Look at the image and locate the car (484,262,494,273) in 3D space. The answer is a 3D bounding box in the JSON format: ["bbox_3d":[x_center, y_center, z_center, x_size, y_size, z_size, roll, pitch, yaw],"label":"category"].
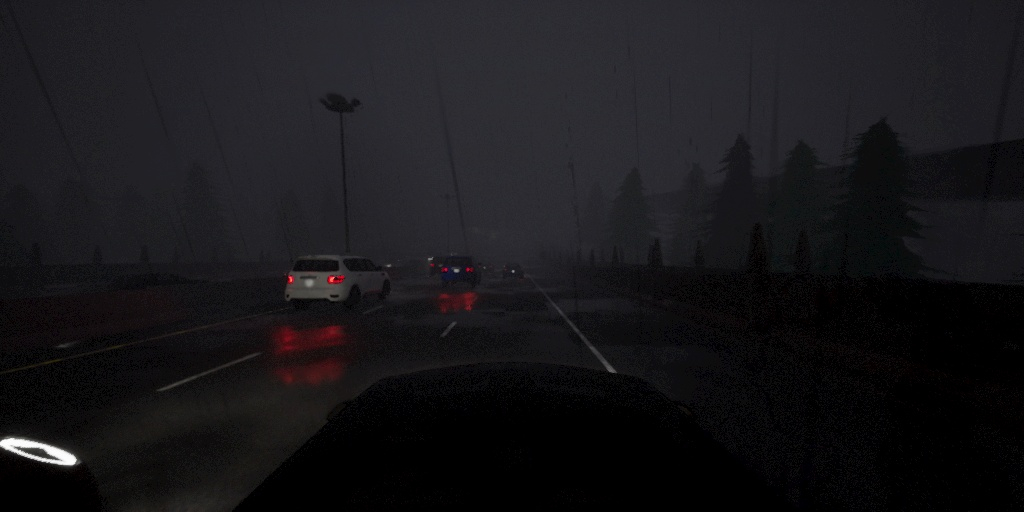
[{"bbox_3d":[-3.377,1.413,46.385,1.994,1.385,4.181,0,0,0],"label":"car"}]

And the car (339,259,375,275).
[{"bbox_3d":[-17.557,1.203,40.937,2.097,1.767,4.553,0,0,0],"label":"car"}]

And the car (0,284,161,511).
[{"bbox_3d":[-3.401,1.111,0.115,2.097,1.767,4.553,0,1,0],"label":"car"}]

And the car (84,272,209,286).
[{"bbox_3d":[-14.093,1.327,13.369,2.033,1.411,5.357,0,0,0],"label":"car"}]

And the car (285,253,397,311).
[{"bbox_3d":[-6.893,1.003,14.881,2.150,2.045,5.566,0,-1,0],"label":"car"}]

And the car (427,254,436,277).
[{"bbox_3d":[-6.882,1.059,36.895,2.150,2.045,5.566,0,-1,0],"label":"car"}]

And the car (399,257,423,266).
[{"bbox_3d":[-14.038,1.272,51.047,1.837,1.490,4.892,0,2,0],"label":"car"}]

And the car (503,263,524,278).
[{"bbox_3d":[0.118,1.399,35.221,1.994,1.385,4.181,0,0,0],"label":"car"}]

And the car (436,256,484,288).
[{"bbox_3d":[-3.388,1.027,24.617,2.150,2.045,5.566,0,-1,0],"label":"car"}]
